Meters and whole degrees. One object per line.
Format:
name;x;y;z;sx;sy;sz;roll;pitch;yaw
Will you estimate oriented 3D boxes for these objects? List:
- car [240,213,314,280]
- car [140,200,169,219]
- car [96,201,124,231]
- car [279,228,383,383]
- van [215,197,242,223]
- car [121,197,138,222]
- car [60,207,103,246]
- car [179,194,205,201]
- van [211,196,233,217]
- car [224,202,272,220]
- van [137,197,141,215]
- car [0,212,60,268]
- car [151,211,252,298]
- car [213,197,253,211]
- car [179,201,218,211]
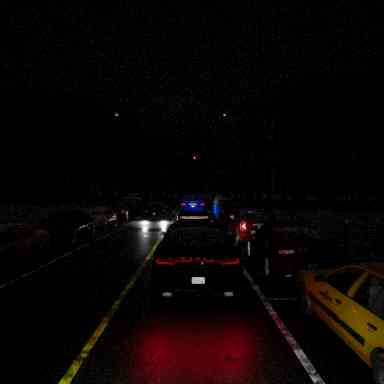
car;2.761;1.545;9.821;1.887;1.381;4.507;0;0;0
car;-3.002;1.519;28.608;1.837;1.490;4.892;0;0;0
car;-5.763;1.527;20.527;1.752;1.417;4.829;0;0;0
car;2.760;1.525;4.553;1.752;1.417;4.829;0;0;0
van;2.762;1.345;26.134;1.690;1.788;3.998;0;0;0
car;-5.763;1.444;26.134;1.967;1.590;4.097;0;0;0
car;-5.764;1.567;15.259;1.947;1.339;4.313;0;0;0
car;0.025;1.226;29.411;2.150;2.045;5.566;0;0;-2
van;2.763;1.346;31.571;1.690;1.788;3.998;0;0;0
car;2.761;1.441;15.258;1.967;1.590;4.097;0;0;0
van;-5.763;1.346;31.572;1.690;1.788;3.998;0;0;0
car;-5.764;1.526;9.652;1.752;1.417;4.829;0;0;0
car;0.095;1.478;8.600;1.882;1.535;5.008;0;0;0
car;2.761;1.317;20.696;2.192;1.841;5.009;0;0;0
car;0.098;1.493;19.043;2.128;1.511;4.902;0;0;0
